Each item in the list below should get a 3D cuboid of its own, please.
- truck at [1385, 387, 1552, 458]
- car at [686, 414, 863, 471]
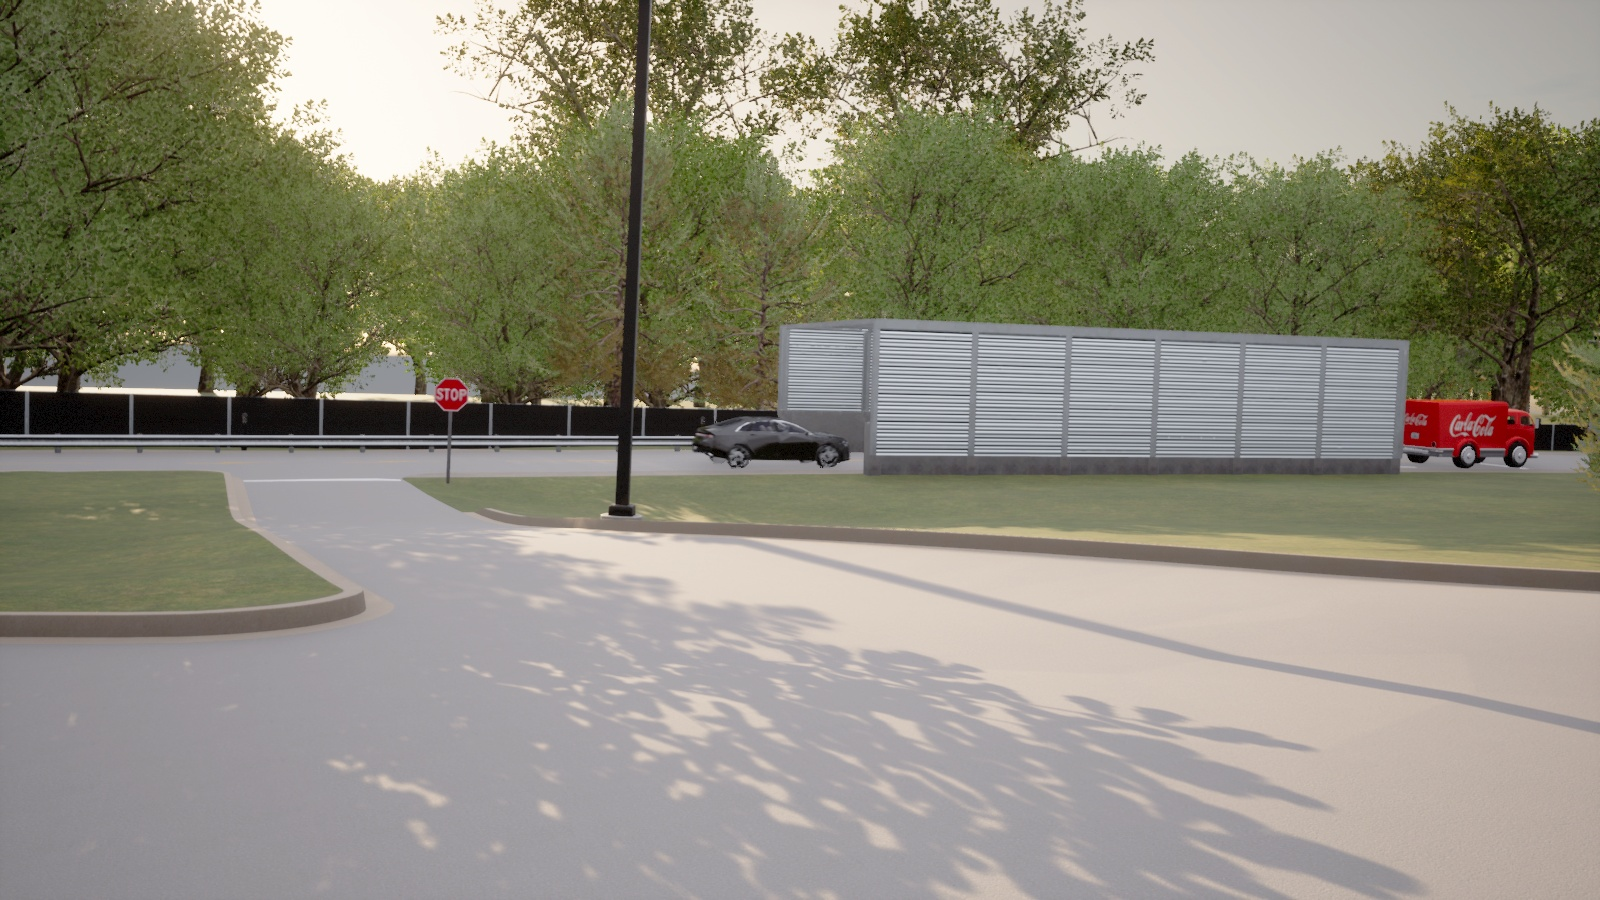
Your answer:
[{"bbox_3d":[25.177,-1.095,47.370,5.204,2.467,2.627,-1,5,-19],"label":"truck"},{"bbox_3d":[-0.788,-0.272,38.103,4.902,1.511,2.128,-1,4,-23],"label":"car"}]
